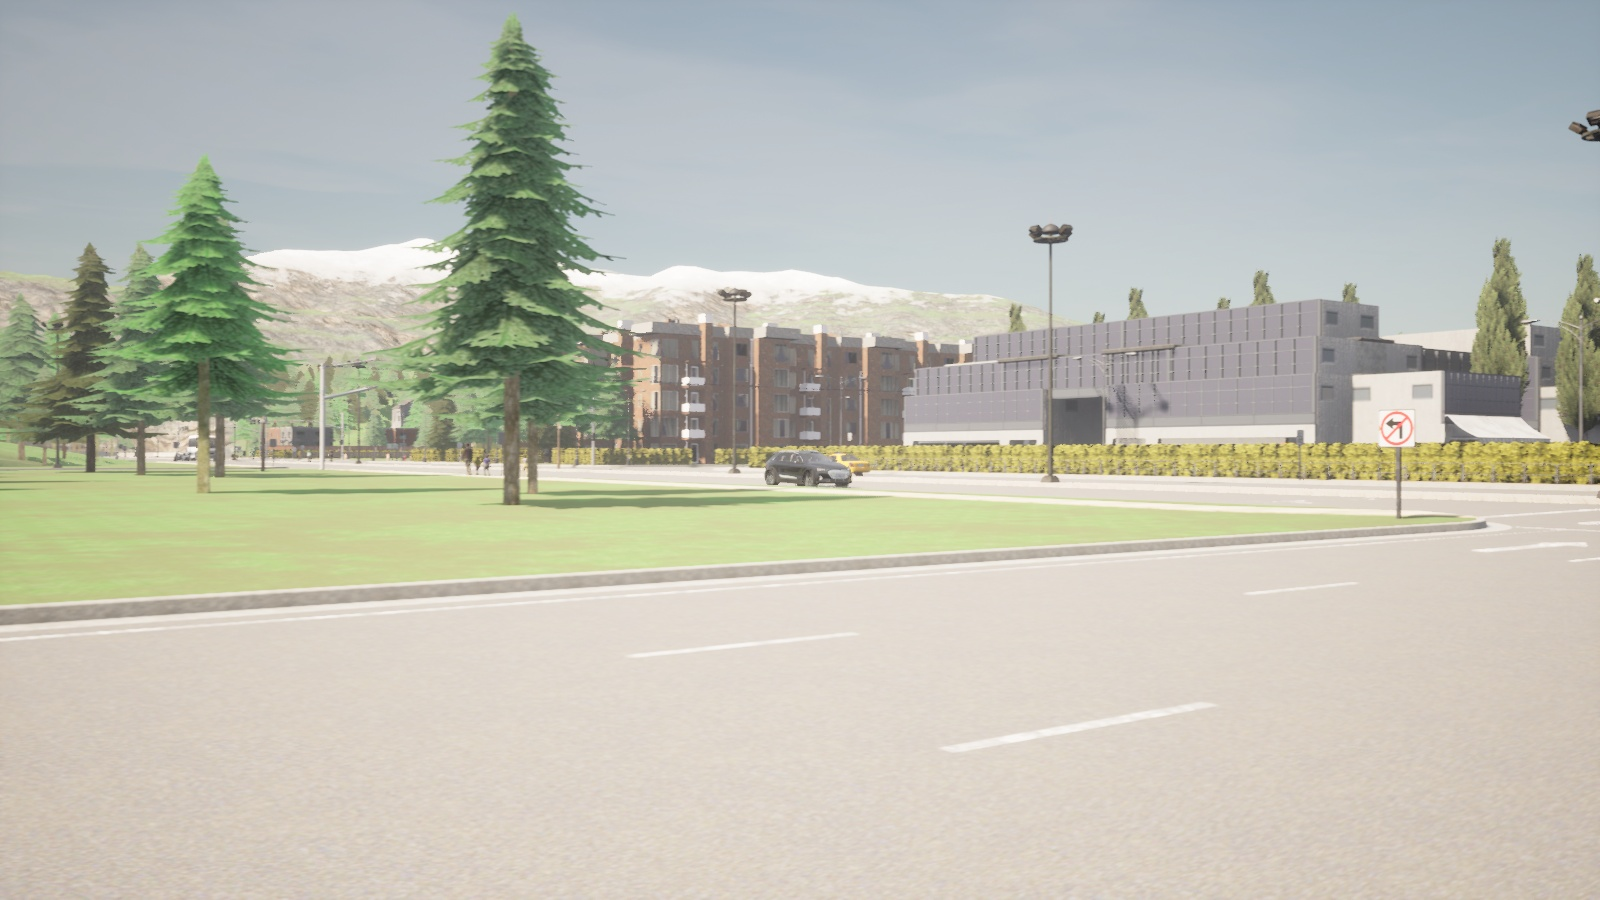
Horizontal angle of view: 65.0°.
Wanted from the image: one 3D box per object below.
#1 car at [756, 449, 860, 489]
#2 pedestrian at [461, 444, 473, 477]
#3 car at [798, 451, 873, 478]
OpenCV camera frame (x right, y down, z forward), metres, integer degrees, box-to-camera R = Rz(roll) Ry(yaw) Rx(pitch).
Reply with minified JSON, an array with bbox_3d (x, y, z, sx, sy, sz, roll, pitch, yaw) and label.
[{"bbox_3d":[0.281,0.808,54.464,2.033,1.649,4.856,0,0,-35],"label":"car"},{"bbox_3d":[-18.928,0.599,71.336,0.431,1.840,0.703,0,0,-35],"label":"pedestrian"},{"bbox_3d":[2.164,0.870,77.822,1.801,1.575,5.366,0,0,-35],"label":"car"}]
